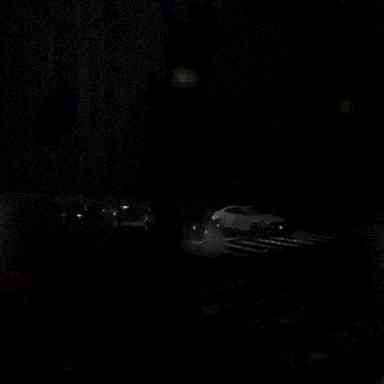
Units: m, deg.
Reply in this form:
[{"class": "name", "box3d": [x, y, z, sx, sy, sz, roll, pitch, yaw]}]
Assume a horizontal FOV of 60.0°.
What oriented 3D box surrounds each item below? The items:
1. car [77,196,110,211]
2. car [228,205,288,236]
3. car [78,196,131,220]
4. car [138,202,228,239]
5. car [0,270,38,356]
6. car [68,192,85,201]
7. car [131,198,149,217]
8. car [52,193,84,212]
[{"class": "car", "box3d": [-11.437, 1.277, 38.373, 2.033, 1.411, 5.357, -1, 1, -35]}, {"class": "car", "box3d": [3.018, 1.455, 18.275, 1.812, 1.442, 4.674, -1, 1, -36]}, {"class": "car", "box3d": [-7.162, 1.363, 26.839, 2.128, 1.511, 4.902, -1, 1, -36]}, {"class": "car", "box3d": [-0.713, 1.510, 17.744, 2.033, 1.411, 5.357, -1, 1, -33]}, {"class": "car", "box3d": [-4.186, 1.544, 3.665, 4.507, 1.381, 1.887, 0, -1, -36]}, {"class": "car", "box3d": [-22.913, 0.887, 65.777, 1.882, 1.535, 5.008, -1, 1, -36]}, {"class": "car", "box3d": [-4.645, 1.315, 28.905, 2.128, 1.511, 4.902, -1, 1, -36]}, {"class": "car", "box3d": [-13.704, 1.258, 35.953, 1.882, 1.535, 5.008, -1, 1, -36]}]
